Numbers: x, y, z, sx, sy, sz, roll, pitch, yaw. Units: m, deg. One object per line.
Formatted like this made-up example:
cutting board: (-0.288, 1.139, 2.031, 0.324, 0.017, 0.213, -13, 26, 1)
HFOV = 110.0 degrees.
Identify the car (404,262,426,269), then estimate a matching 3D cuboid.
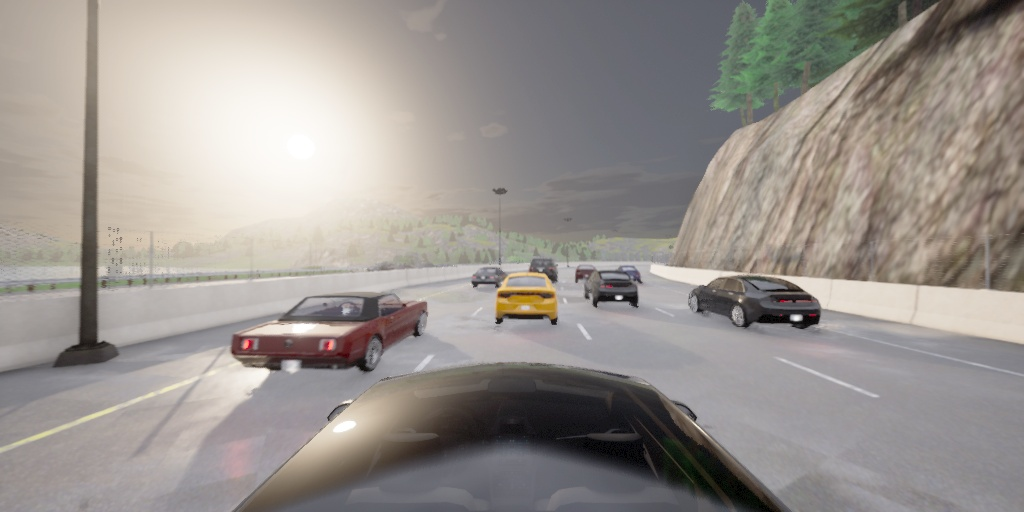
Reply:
car: (-11.722, 1.594, 47.183, 1.837, 1.490, 4.892, 0, -1, 15)

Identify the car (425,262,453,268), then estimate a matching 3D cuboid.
car: (-8.679, 1.643, 44.936, 1.994, 1.385, 4.181, 0, 0, 14)

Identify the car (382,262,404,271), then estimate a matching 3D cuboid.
car: (-15.028, 1.653, 48.337, 1.994, 1.385, 4.181, 0, 0, 15)

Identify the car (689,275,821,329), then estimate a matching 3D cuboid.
car: (7.514, 1.359, 11.681, 1.837, 1.490, 4.892, 0, 0, 4)

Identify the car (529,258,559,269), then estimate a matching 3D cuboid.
car: (2.622, 1.210, 29.864, 2.150, 2.045, 5.566, 0, 0, 10)

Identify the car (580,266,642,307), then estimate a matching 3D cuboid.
car: (4.375, 1.387, 16.316, 1.837, 1.490, 4.892, 0, -1, 5)

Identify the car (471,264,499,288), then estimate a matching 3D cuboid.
car: (-1.542, 1.493, 26.008, 2.033, 1.411, 5.357, 0, 0, 8)

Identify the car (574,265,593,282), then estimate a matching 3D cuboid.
car: (6.578, 1.494, 31.959, 1.882, 1.535, 5.008, 0, 0, 10)

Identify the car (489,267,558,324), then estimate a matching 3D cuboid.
car: (0.547, 1.318, 12.503, 1.882, 1.535, 5.008, 0, -1, 4)

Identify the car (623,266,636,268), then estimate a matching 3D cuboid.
car: (9.974, 1.545, 31.107, 1.812, 1.442, 4.674, 0, 0, 10)

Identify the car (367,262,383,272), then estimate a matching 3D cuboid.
car: (-18.199, 1.587, 50.063, 2.128, 1.511, 4.902, 0, -1, 15)

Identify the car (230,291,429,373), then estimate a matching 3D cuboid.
car: (-3.252, 1.391, 7.679, 1.895, 1.301, 4.718, 0, 0, 3)
